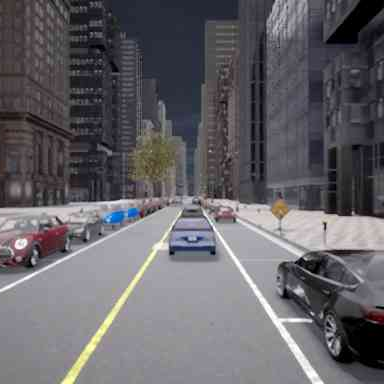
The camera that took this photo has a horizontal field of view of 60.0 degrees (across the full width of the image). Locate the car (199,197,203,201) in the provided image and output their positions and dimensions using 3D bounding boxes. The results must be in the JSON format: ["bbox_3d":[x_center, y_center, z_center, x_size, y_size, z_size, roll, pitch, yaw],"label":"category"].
[{"bbox_3d":[2.832,2.187,62.555,1.802,1.307,4.206,0,-1,0],"label":"car"}]

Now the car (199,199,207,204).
[{"bbox_3d":[2.857,2.385,85.265,2.008,1.369,4.403,0,-1,0],"label":"car"}]

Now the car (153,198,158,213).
[{"bbox_3d":[-5.719,1.698,39.851,2.192,1.841,5.009,0,-1,0],"label":"car"}]

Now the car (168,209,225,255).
[{"bbox_3d":[0.017,1.682,13.988,2.033,1.411,5.357,0,-1,0],"label":"car"}]

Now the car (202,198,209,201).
[{"bbox_3d":[2.819,2.075,51.201,1.802,1.307,4.206,0,-1,0],"label":"car"}]

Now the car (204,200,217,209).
[{"bbox_3d":[2.806,1.934,39.846,2.008,1.369,4.403,0,-1,0],"label":"car"}]

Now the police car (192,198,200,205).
[{"bbox_3d":[0.989,2.200,79.401,1.930,1.638,5.238,0,-1,0],"label":"police car"}]

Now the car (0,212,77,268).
[{"bbox_3d":[-5.750,1.550,11.464,1.967,1.590,4.097,0,-1,0],"label":"car"}]

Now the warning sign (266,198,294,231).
[{"bbox_3d":[5.090,1.301,19.291,1.300,1.860,1.060,0,0,0],"label":"warning sign"}]

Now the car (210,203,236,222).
[{"bbox_3d":[2.794,1.855,28.491,1.802,1.307,4.206,0,-1,0],"label":"car"}]

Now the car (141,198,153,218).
[{"bbox_3d":[-5.725,1.643,34.174,2.192,1.841,5.009,0,-1,0],"label":"car"}]

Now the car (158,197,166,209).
[{"bbox_3d":[-5.706,1.808,51.206,2.192,1.841,5.009,0,-1,0],"label":"car"}]

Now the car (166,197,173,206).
[{"bbox_3d":[-5.687,1.976,68.236,2.192,1.841,5.009,0,-1,0],"label":"car"}]

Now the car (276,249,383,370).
[{"bbox_3d":[2.768,1.622,5.782,1.947,1.339,4.313,0,-1,0],"label":"car"}]

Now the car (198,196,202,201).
[{"bbox_3d":[2.838,2.102,68.234,1.967,1.590,4.097,0,-1,0],"label":"car"}]

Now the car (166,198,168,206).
[{"bbox_3d":[-5.699,2.099,56.880,2.008,1.369,4.403,0,-1,0],"label":"car"}]

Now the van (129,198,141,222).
[{"bbox_3d":[-5.731,1.614,28.497,1.690,1.788,3.998,0,-1,0],"label":"van"}]

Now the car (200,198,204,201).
[{"bbox_3d":[2.826,2.076,57.049,1.752,1.417,4.829,0,-1,0],"label":"car"}]

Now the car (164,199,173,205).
[{"bbox_3d":[-5.674,2.300,79.419,1.752,1.417,4.829,0,-1,0],"label":"car"}]

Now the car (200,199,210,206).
[{"bbox_3d":[2.845,2.285,73.910,1.947,1.339,4.313,0,-1,0],"label":"car"}]

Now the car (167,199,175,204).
[{"bbox_3d":[-5.661,2.474,90.943,1.802,1.307,4.206,0,-1,0],"label":"car"}]

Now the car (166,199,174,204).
[{"bbox_3d":[-5.668,2.416,85.266,1.802,1.307,4.206,0,-1,0],"label":"car"}]

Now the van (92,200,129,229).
[{"bbox_3d":[-5.738,1.560,22.820,1.690,1.788,3.998,0,-1,0],"label":"van"}]

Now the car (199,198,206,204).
[{"bbox_3d":[2.863,2.333,90.943,1.967,1.590,4.097,0,-1,0],"label":"car"}]

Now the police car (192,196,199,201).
[{"bbox_3d":[0.978,2.099,69.401,1.930,1.638,5.238,0,-1,0],"label":"police car"}]

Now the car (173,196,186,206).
[{"bbox_3d":[-2.920,2.227,71.007,2.033,1.411,5.357,0,-1,0],"label":"car"}]

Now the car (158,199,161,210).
[{"bbox_3d":[-5.712,2.003,45.526,1.947,1.339,4.313,0,-1,0],"label":"car"}]

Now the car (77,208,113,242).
[{"bbox_3d":[-5.744,1.715,17.140,2.008,1.369,4.403,0,-1,0],"label":"car"}]

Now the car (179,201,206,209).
[{"bbox_3d":[0.036,1.789,29.306,1.837,1.490,4.892,0,0,0],"label":"car"}]

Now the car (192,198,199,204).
[{"bbox_3d":[0.932,2.343,85.291,1.837,1.490,4.892,0,-1,0],"label":"car"}]
